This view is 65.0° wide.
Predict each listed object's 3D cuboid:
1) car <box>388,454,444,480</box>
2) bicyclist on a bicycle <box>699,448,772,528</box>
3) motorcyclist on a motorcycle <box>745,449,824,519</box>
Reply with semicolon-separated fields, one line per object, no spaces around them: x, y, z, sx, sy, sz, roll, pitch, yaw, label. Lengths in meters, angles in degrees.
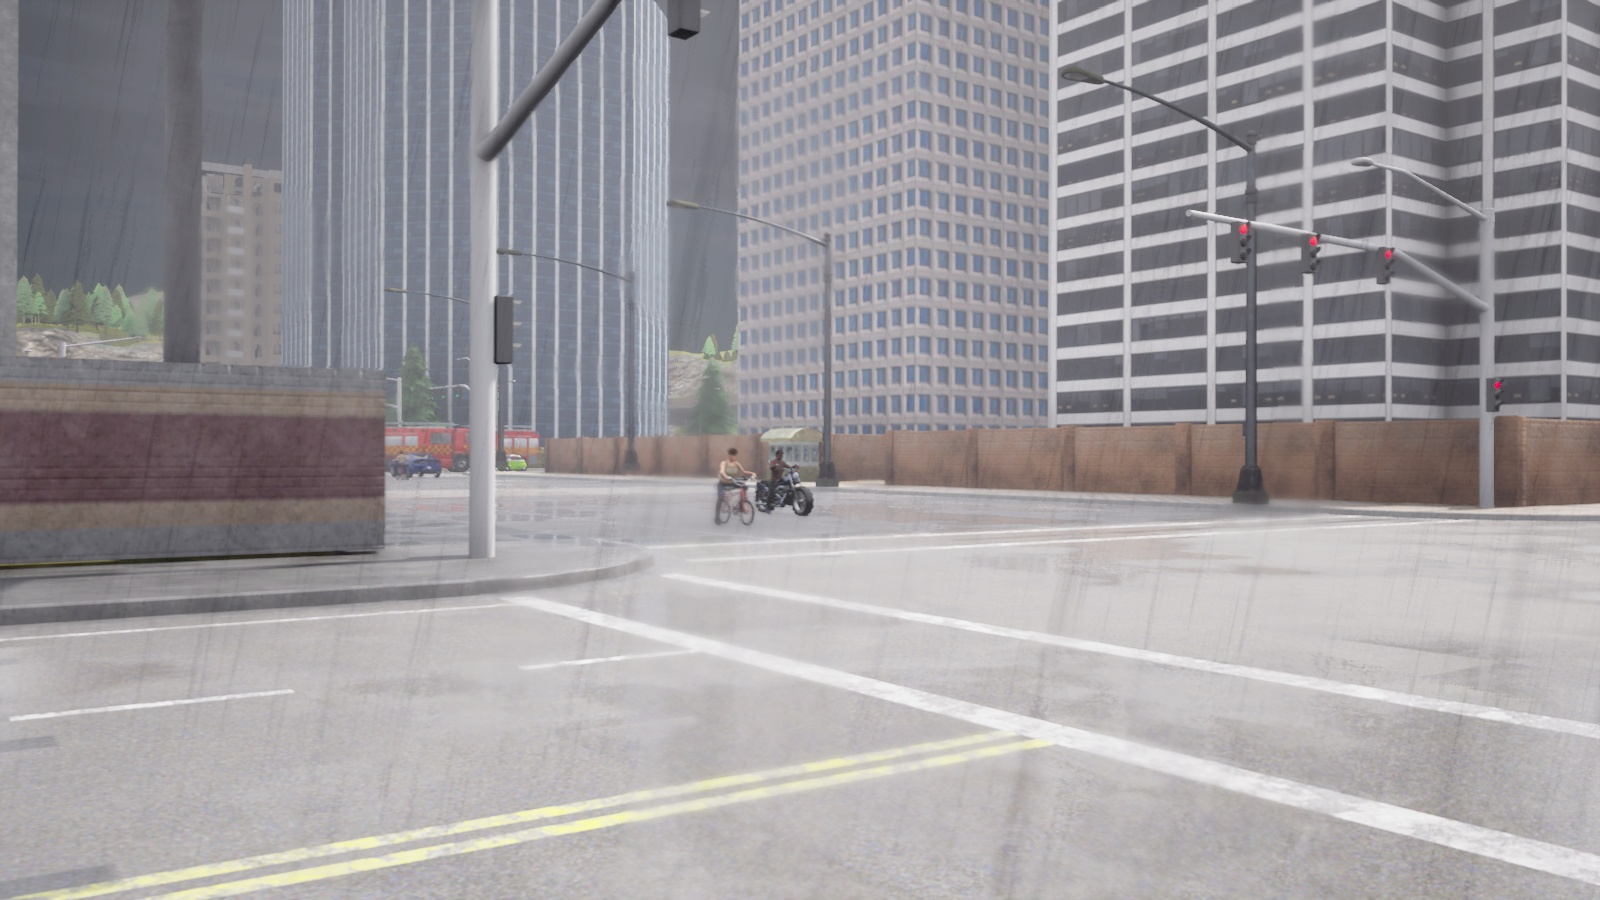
-23.594;1.012;77.085;1.882;1.535;5.008;0;0;-35;car
-1.366;0.777;26.301;0.866;1.612;1.509;0;0;-34;bicyclist on a bicycle
-0.414;0.808;31.081;0.766;1.649;2.350;0;0;-35;motorcyclist on a motorcycle
